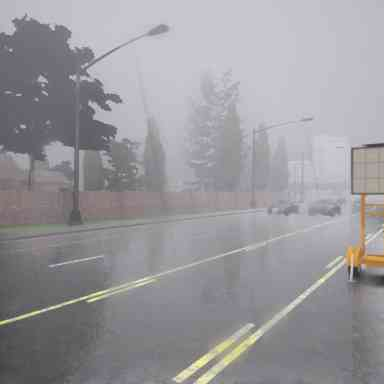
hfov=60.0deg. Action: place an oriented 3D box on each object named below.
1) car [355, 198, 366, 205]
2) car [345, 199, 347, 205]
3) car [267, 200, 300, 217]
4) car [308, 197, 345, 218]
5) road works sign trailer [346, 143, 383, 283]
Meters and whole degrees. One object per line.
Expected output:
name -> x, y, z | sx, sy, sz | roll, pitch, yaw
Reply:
car -> 33.350, 1.835, 65.969 | 2.033, 1.411, 5.357 | 0, -1, 23
car -> 30.002, 1.762, 67.041 | 1.837, 1.490, 4.892 | 0, -1, 23
car -> 8.799, 1.511, 31.788 | 2.128, 1.511, 4.902 | 0, 0, 35
car -> 12.271, 1.371, 30.641 | 2.097, 1.767, 4.553 | 0, 0, 35
road works sign trailer -> 5.594, 0.470, 8.868 | 2.380, 3.560, 2.880 | 0, 0, 35
